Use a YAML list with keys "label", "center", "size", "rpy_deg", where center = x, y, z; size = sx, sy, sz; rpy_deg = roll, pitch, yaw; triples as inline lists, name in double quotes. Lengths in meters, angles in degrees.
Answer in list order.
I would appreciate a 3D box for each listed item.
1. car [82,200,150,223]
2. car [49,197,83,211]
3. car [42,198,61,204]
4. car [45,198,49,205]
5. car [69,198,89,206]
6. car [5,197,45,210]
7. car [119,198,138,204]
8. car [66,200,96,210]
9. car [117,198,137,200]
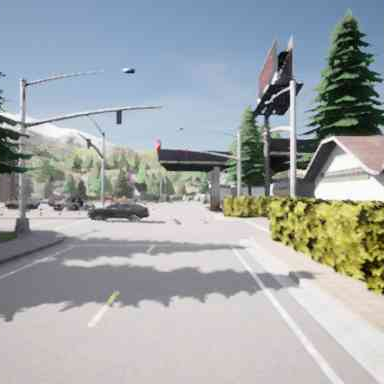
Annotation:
- label: "car"
  center: [-5.892, 1.599, 26.842]
  size: [4.892, 1.490, 1.837]
  rpy_deg: [1, -2, 0]
- label: "car"
  center: [-16.757, 1.584, 45.352]
  size: [3.866, 1.878, 1.905]
  rpy_deg: [0, -1, 0]
- label: "car"
  center: [-35.072, 2.310, 82.975]
  size: [3.806, 1.475, 1.970]
  rpy_deg: [0, -1, 0]
- label: "car"
  center: [-24.001, 1.980, 61.052]
  size: [4.514, 1.523, 2.007]
  rpy_deg: [0, -1, 0]
- label: "car"
  center: [-24.014, 2.113, 71.044]
  size: [3.633, 1.501, 1.845]
  rpy_deg: [0, -1, 0]
- label: "car"
  center: [-24.643, 1.641, 48.595]
  size: [4.605, 1.855, 1.932]
  rpy_deg: [0, -1, 0]
- label: "car"
  center: [-16.475, 2.300, 86.068]
  size: [4.514, 1.523, 2.007]
  rpy_deg: [0, -1, 0]
- label: "car"
  center: [-16.164, 1.905, 48.677]
  size: [3.806, 1.475, 1.970]
  rpy_deg: [0, -1, 0]
- label: "car"
  center: [-16.406, 2.256, 82.932]
  size: [5.027, 1.636, 2.152]
  rpy_deg: [0, -1, 0]
